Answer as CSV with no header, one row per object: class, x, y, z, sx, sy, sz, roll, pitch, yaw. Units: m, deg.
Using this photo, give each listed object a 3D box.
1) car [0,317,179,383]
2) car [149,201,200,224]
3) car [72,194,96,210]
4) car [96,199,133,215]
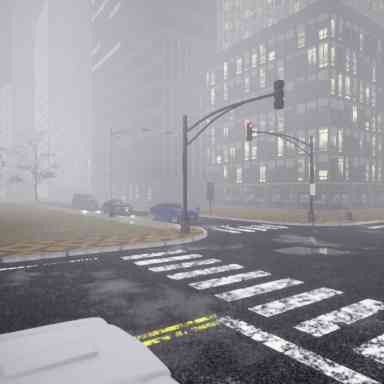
car,-2.274,1.601,1.821,4.718,1.301,1.895,0,0,-36
car,-1.422,1.484,25.300,1.882,1.535,5.008,0,0,-36
car,-13.838,1.227,42.899,2.150,2.045,5.566,0,0,-35
car,-7.743,1.497,34.243,2.128,1.511,4.902,0,0,-35
